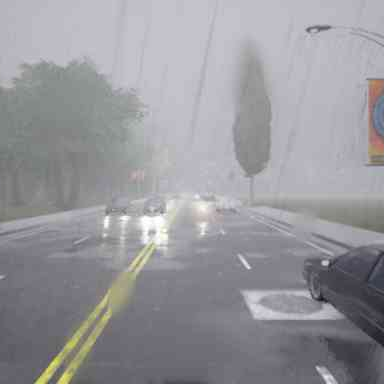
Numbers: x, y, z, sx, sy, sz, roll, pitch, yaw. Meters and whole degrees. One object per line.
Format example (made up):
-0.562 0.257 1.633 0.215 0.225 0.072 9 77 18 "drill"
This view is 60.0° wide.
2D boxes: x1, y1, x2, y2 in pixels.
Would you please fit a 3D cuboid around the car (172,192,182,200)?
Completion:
-3.257 0.772 71.086 2.097 1.767 4.553 0 0 0 "car"

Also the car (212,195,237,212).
3.346 1.269 33.817 1.812 1.442 4.674 0 0 0 "car"

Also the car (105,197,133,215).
-6.591 1.275 30.445 1.837 1.490 4.892 0 0 0 "car"

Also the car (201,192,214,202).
3.244 1.046 59.198 2.128 1.511 4.902 0 0 0 "car"

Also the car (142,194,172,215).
-3.341 1.261 30.471 2.128 1.511 4.902 0 0 0 "car"

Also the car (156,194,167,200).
-6.507 1.012 71.027 1.895 1.301 4.718 0 0 0 "car"

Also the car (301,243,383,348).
3.350 1.509 5.021 2.033 1.411 5.357 0 0 0 "car"

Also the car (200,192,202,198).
3.243 1.036 70.199 1.994 1.385 4.181 0 0 0 "car"
